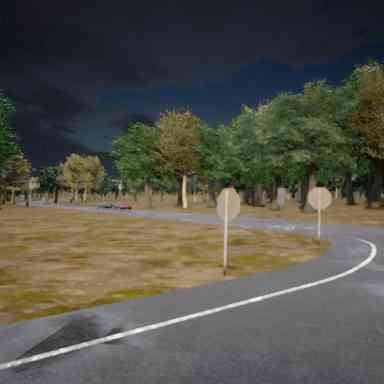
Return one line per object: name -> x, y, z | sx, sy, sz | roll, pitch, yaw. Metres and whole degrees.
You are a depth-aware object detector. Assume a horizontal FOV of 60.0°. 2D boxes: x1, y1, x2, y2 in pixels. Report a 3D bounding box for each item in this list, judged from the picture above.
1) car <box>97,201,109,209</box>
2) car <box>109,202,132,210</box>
car -> -15.751, 2.367, 60.179 | 1.994, 1.385, 4.181 | 2, -2, -34
car -> -11.371, 2.240, 53.839 | 1.994, 1.385, 4.181 | 2, -2, -34
